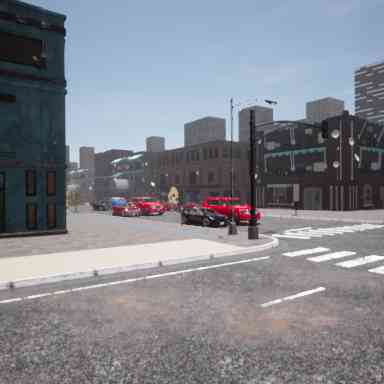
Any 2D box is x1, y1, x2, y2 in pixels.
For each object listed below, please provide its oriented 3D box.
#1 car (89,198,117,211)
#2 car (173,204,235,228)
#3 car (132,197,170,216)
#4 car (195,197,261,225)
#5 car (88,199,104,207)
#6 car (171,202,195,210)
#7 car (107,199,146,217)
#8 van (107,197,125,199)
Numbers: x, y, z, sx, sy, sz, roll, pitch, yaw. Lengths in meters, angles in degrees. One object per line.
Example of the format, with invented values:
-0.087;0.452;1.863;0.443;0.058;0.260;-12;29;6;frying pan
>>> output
-13.040;2.039;48.836;1.837;1.490;4.892;-1;-1;-35;car
0.811;1.814;24.695;1.947;1.339;4.313;-2;0;-36;car
-5.173;1.605;37.749;2.150;2.045;5.566;-1;0;-35;car
2.901;1.444;26.472;2.150;2.045;5.566;-1;0;-34;car
-19.644;2.227;67.954;1.887;1.381;4.507;-1;0;-36;car
-0.338;1.903;40.931;1.802;1.307;4.206;-2;0;-36;car
-7.159;1.846;36.057;1.967;1.590;4.097;-1;0;-36;car
-13.214;1.906;58.946;1.690;1.788;3.998;-1;0;-36;van
